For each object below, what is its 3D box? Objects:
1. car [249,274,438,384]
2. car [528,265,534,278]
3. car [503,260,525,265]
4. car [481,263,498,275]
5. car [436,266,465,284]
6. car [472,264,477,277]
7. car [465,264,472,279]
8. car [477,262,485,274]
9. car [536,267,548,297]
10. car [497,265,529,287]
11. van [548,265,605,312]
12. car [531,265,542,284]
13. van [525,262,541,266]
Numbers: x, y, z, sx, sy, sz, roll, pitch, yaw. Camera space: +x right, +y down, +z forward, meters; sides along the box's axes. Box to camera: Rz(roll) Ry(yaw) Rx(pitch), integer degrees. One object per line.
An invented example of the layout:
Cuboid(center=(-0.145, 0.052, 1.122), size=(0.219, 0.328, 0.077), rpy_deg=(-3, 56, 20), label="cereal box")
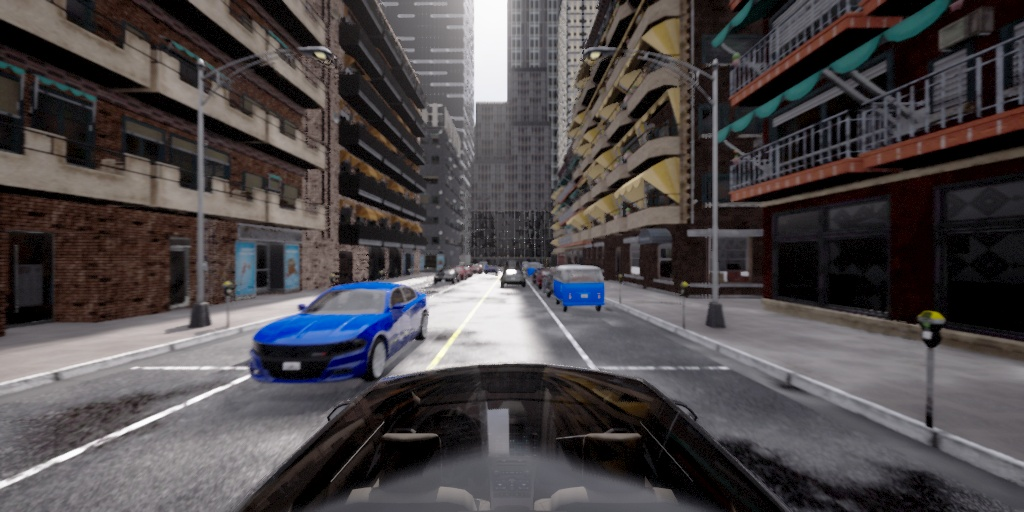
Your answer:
Cuboid(center=(-3.100, 1.308, 7.544), size=(1.882, 1.535, 5.008), rpy_deg=(0, -1, 0), label="car")
Cuboid(center=(2.691, 1.734, 31.903), size=(1.948, 1.339, 4.313), rpy_deg=(0, 0, 0), label="car")
Cuboid(center=(0.085, 1.532, 42.016), size=(2.150, 2.045, 5.566), rpy_deg=(0, -1, 0), label="car")
Cuboid(center=(-3.044, 2.071, 53.477), size=(1.895, 1.301, 4.718), rpy_deg=(0, -1, 0), label="car")
Cuboid(center=(-5.690, 1.735, 31.932), size=(1.948, 1.339, 4.313), rpy_deg=(0, 0, 0), label="car")
Cuboid(center=(-5.689, 1.908, 43.135), size=(1.802, 1.307, 4.207), rpy_deg=(0, 0, 0), label="car")
Cuboid(center=(-5.690, 1.792, 37.534), size=(1.888, 1.381, 4.507), rpy_deg=(0, 0, 0), label="car")
Cuboid(center=(-5.688, 1.922, 54.338), size=(1.967, 1.591, 4.097), rpy_deg=(0, 0, 0), label="car")
Cuboid(center=(2.691, 1.563, 20.700), size=(2.007, 1.370, 4.403), rpy_deg=(0, 0, 0), label="car")
Cuboid(center=(0.095, 1.687, 28.707), size=(1.994, 1.385, 4.181), rpy_deg=(0, -1, 0), label="car")
Cuboid(center=(2.690, 1.276, 15.099), size=(1.690, 1.789, 3.998), rpy_deg=(0, 0, 0), label="van")
Cuboid(center=(2.690, 1.635, 26.302), size=(1.888, 1.381, 4.507), rpy_deg=(0, 0, 0), label="car")
Cuboid(center=(2.691, 1.665, 43.106), size=(1.690, 1.789, 3.998), rpy_deg=(0, 0, 0), label="van")
